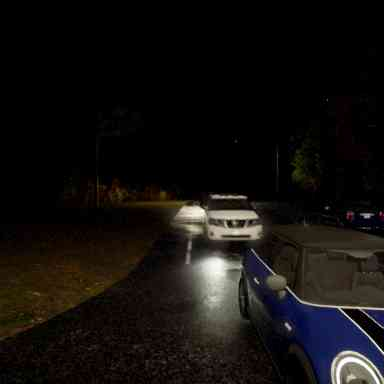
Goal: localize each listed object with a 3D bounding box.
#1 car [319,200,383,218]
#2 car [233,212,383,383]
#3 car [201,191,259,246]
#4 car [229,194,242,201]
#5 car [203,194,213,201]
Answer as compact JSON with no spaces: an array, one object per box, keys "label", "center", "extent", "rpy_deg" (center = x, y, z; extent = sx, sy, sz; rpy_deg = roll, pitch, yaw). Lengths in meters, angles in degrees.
[{"label":"car","center":[8.703,1.249,18.604],"extent":[2.097,1.767,4.553],"rpy_deg":[0,0,1]},{"label":"car","center":[1.929,1.338,4.220],"extent":[2.097,1.767,4.553],"rpy_deg":[0,0,-1]},{"label":"car","center":[1.675,1.132,15.227],"extent":[2.150,2.045,5.566],"rpy_deg":[0,1,0]},{"label":"car","center":[9.297,1.125,71.320],"extent":[2.128,1.511,4.902],"rpy_deg":[0,0,1]},{"label":"car","center":[3.430,1.129,70.690],"extent":[1.837,1.490,4.892],"rpy_deg":[0,0,8]}]
